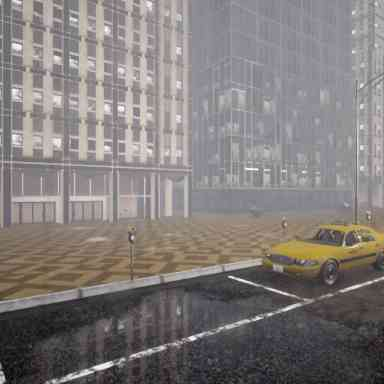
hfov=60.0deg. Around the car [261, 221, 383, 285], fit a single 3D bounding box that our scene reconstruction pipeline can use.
[{"bbox_3d":[4.037,1.526,9.454,4.829,1.417,1.752,0,0,-36],"label":"car"}]
